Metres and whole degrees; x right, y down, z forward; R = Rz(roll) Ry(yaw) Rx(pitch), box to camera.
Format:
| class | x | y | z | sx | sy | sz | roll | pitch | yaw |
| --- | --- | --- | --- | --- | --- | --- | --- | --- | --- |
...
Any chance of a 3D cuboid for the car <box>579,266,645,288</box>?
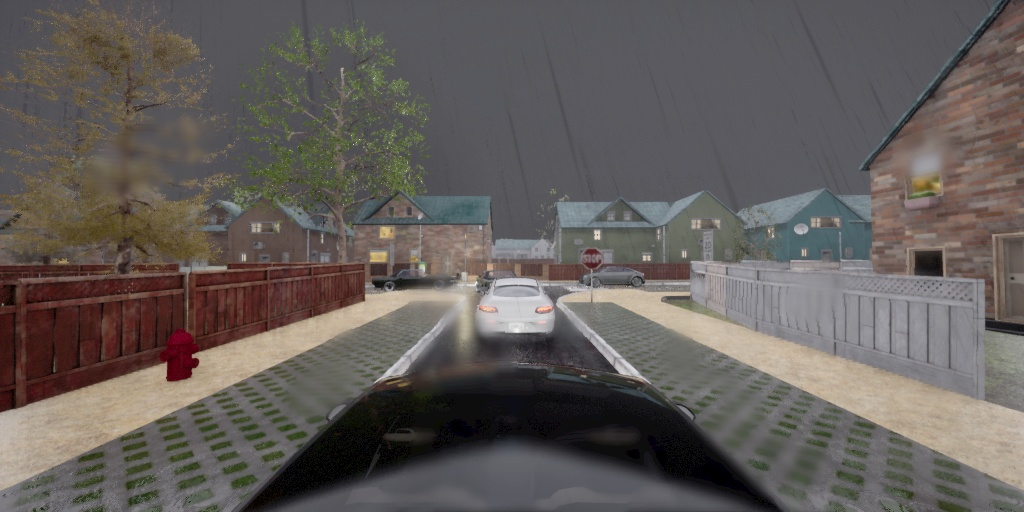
| class | x | y | z | sx | sy | sz | roll | pitch | yaw |
| --- | --- | --- | --- | --- | --- | --- | --- | --- | --- |
| car | 6.539 | 1.344 | 23.688 | 4.181 | 1.385 | 1.994 | 0 | -1 | 1 |

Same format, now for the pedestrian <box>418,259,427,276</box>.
| class | x | y | z | sx | sy | sz | roll | pitch | yaw |
| --- | --- | --- | --- | --- | --- | --- | --- | --- | --- |
| pedestrian | -6.701 | 1.119 | 26.783 | 0.375 | 1.860 | 0.375 | 0 | -1 | 1 |

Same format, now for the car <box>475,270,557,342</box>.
| class | x | y | z | sx | sy | sz | roll | pitch | yaw |
| --- | --- | --- | --- | --- | --- | --- | --- | --- | --- |
| car | 0.103 | 1.279 | 9.694 | 1.812 | 1.442 | 4.674 | 0 | 0 | 0 |

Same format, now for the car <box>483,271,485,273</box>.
| class | x | y | z | sx | sy | sz | roll | pitch | yaw |
| --- | --- | --- | --- | --- | --- | --- | --- | --- | --- |
| car | -0.756 | 1.366 | 18.512 | 1.895 | 1.301 | 4.718 | 0 | -1 | -12 |

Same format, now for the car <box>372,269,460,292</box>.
| class | x | y | z | sx | sy | sz | roll | pitch | yaw |
| --- | --- | --- | --- | --- | --- | --- | --- | --- | --- |
| car | -5.482 | 1.416 | 20.897 | 4.718 | 1.301 | 1.895 | -1 | -1 | 1 |
